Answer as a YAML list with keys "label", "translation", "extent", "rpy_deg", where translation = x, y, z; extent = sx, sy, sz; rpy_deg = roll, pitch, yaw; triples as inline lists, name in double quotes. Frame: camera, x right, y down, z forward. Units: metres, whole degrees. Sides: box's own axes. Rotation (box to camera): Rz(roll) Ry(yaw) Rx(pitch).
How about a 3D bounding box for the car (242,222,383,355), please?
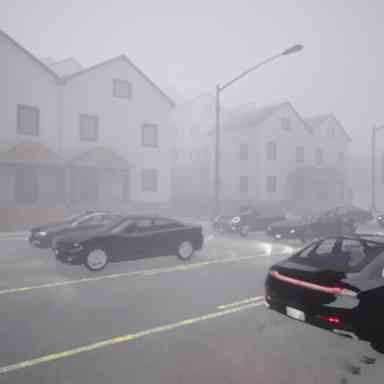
- label: "car"
  translation: [3.465, 1.547, 6.150]
  extent: [4.902, 1.511, 2.128]
  rpy_deg: [1, 0, -35]

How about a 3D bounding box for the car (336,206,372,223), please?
- label: "car"
  translation: [11.282, 1.754, 24.600]
  extent: [5.357, 1.411, 2.033]
  rpy_deg: [1, 0, -34]

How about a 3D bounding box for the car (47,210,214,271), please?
- label: "car"
  translation: [-1.903, 1.516, 11.181]
  extent: [5.008, 1.535, 1.882]
  rpy_deg: [1, 0, -35]

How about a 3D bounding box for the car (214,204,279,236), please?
- label: "car"
  translation: [3.401, 1.471, 19.150]
  extent: [4.553, 1.767, 2.097]
  rpy_deg: [1, 0, -35]

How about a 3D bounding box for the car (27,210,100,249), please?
- label: "car"
  translation: [-4.146, 1.525, 13.882]
  extent: [4.902, 1.511, 2.128]
  rpy_deg: [1, 0, -35]

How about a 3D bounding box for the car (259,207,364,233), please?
- label: "car"
  translation: [6.155, 1.676, 16.803]
  extent: [5.357, 1.411, 2.033]
  rpy_deg: [1, 0, -35]

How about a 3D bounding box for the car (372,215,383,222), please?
- label: "car"
  translation: [14.635, 1.824, 22.663]
  extent: [4.718, 1.301, 1.895]
  rpy_deg: [1, 0, -34]
